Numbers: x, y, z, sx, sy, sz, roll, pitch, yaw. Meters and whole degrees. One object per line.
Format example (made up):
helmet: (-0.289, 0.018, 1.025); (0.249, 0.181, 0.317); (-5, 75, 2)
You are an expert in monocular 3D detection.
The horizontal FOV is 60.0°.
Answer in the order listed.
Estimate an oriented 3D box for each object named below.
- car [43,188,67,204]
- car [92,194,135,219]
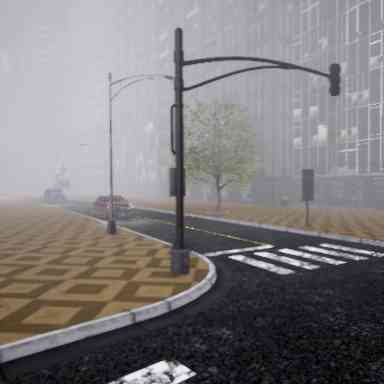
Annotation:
car: (-18.803, 0.493, 45.467); (2.150, 2.045, 5.566); (-1, 1, -34)
car: (-6.007, 0.991, 25.180); (2.097, 1.767, 4.553); (-1, 1, -31)
